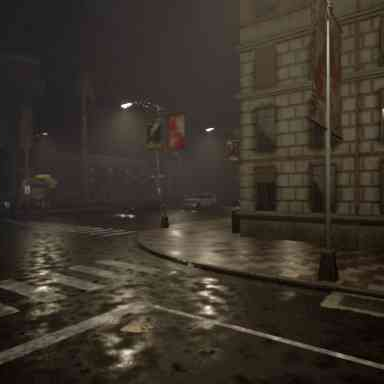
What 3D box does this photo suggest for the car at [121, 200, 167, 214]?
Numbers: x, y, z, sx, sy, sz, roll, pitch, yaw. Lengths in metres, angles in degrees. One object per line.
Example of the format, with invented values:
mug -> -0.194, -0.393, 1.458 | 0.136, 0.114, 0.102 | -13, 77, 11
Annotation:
car -> -5.014, 1.547, 35.613 | 2.033, 1.411, 5.357 | 0, 0, 36

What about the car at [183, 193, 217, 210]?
car -> 1.100, 1.222, 43.866 | 2.150, 2.045, 5.566 | 0, 0, 37

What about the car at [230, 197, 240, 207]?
car -> 7.924, 1.478, 51.635 | 5.008, 1.535, 1.882 | 0, 0, -43
